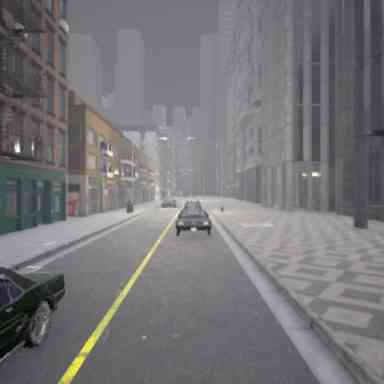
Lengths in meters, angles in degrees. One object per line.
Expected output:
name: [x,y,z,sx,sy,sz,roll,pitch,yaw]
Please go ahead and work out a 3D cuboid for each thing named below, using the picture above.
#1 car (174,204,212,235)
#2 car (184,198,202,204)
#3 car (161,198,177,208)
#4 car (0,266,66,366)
car: [0.082,1.576,18.670,1.895,1.301,4.718,0,0,0]
car: [0.091,1.448,37.618,2.128,1.511,4.902,0,0,0]
car: [-3.078,1.522,45.625,1.994,1.385,4.181,0,0,0]
car: [-3.101,1.595,3.513,1.895,1.301,4.718,0,0,0]
